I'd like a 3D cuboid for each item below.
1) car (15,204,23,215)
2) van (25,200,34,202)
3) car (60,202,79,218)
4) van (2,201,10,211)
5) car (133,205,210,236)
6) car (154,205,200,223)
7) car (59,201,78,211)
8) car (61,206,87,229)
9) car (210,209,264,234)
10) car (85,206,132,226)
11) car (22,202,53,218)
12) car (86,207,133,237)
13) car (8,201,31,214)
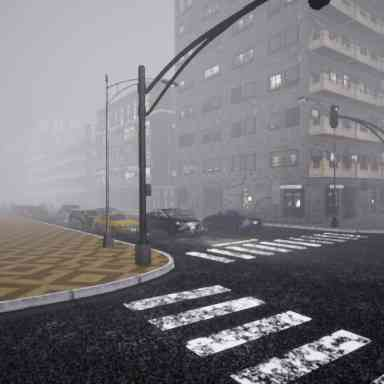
[{"bbox_3d":[-21.585,2.393,43.710,1.802,1.307,4.206,-2,0,-36],"label":"car"},{"bbox_3d":[-41.631,2.832,85.120,1.690,1.788,3.998,-2,0,-36],"label":"van"},{"bbox_3d":[-13.230,2.118,36.754,1.837,1.490,4.892,-1,-1,-36],"label":"car"},{"bbox_3d":[-31.638,2.433,57.377,1.690,1.788,3.998,-2,0,-36],"label":"van"},{"bbox_3d":[-1.413,1.775,20.654,2.128,1.511,4.902,-1,-1,-36],"label":"car"},{"bbox_3d":[-1.441,1.916,30.453,2.008,1.369,4.403,-2,0,-36],"label":"car"},{"bbox_3d":[-21.536,2.367,57.786,1.967,1.590,4.097,-2,0,-36],"label":"car"},{"bbox_3d":[-8.192,2.002,25.488,1.947,1.339,4.313,-2,0,-36],"label":"car"},{"bbox_3d":[2.465,1.785,20.957,1.994,1.385,4.181,-1,-1,-38],"label":"car"},{"bbox_3d":[-7.272,1.994,28.626,2.033,1.411,5.357,-1,-1,-37],"label":"car"},{"bbox_3d":[-18.237,2.262,39.155,1.887,1.381,4.507,-2,0,-36],"label":"car"},{"bbox_3d":[-4.744,1.865,20.796,1.752,1.417,4.829,-2,0,-36],"label":"car"},{"bbox_3d":[-24.935,2.449,48.266,1.887,1.381,4.507,-2,0,-36],"label":"car"}]
